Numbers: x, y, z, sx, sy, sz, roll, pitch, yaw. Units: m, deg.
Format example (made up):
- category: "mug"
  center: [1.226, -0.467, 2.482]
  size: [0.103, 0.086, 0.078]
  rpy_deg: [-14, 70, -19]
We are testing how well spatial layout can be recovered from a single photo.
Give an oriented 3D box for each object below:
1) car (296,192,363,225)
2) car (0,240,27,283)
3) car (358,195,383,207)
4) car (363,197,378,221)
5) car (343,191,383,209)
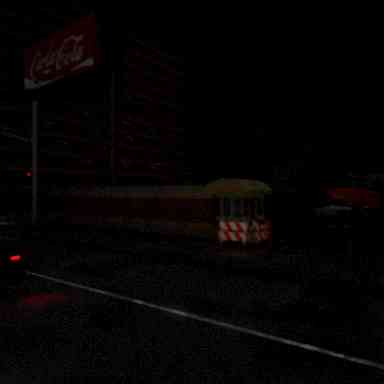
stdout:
- category: "car"
  center: [8.938, 1.148, 22.168]
  size: [3.866, 1.878, 1.905]
  rpy_deg: [0, 0, 35]
- category: "car"
  center: [-6.329, 1.548, 8.465]
  size: [5.357, 1.411, 2.033]
  rpy_deg: [0, 0, 36]
- category: "car"
  center: [26.359, 1.283, 47.972]
  size: [3.988, 1.617, 1.851]
  rpy_deg: [0, 0, 35]
- category: "car"
  center: [10.877, 1.337, 24.227]
  size: [4.193, 1.474, 1.816]
  rpy_deg: [0, 0, 35]
- category: "car"
  center: [23.235, 1.115, 44.693]
  size: [4.605, 1.855, 1.932]
  rpy_deg: [0, 0, 35]
